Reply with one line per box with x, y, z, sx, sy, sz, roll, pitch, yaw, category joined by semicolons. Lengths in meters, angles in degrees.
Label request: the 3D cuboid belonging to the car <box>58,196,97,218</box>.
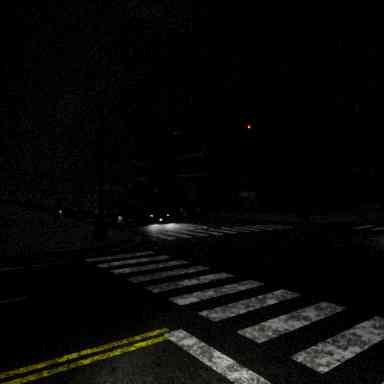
-10.397;1.422;30.187;1.967;1.590;4.097;0;0;-35;car

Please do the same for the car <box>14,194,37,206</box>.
-26.373;1.432;52.637;1.967;1.590;4.097;0;0;-35;car

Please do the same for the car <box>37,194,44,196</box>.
-35.810;1.491;79.741;1.967;1.590;4.097;0;0;-35;car

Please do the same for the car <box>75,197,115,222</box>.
-7.202;1.423;25.697;1.967;1.590;4.097;0;0;-35;car

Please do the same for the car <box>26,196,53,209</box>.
-19.982;1.535;43.657;2.008;1.369;4.403;0;0;-35;car

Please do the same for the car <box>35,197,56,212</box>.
-16.787;1.564;39.167;1.802;1.307;4.206;0;0;-35;car

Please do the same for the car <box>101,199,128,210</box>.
-10.249;1.580;43.820;1.947;1.339;4.313;0;0;-35;car

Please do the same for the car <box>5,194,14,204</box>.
-32.763;1.553;61.617;2.008;1.369;4.403;0;0;-35;car

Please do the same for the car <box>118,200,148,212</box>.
-7.054;1.595;39.330;1.802;1.307;4.206;0;0;-35;car

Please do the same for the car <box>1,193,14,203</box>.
-39.153;1.558;70.597;1.887;1.381;4.507;0;0;-35;car

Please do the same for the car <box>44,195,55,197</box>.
-29.419;1.480;70.760;1.967;1.590;4.097;0;0;-35;car

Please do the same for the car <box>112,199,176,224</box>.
-3.765;1.541;25.212;2.033;1.411;5.357;0;0;-37;car

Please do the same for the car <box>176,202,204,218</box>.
-0.663;1.581;30.349;1.947;1.339;4.313;0;0;-35;car

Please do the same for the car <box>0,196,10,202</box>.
-42.349;1.601;75.087;1.802;1.307;4.206;0;0;-35;car
